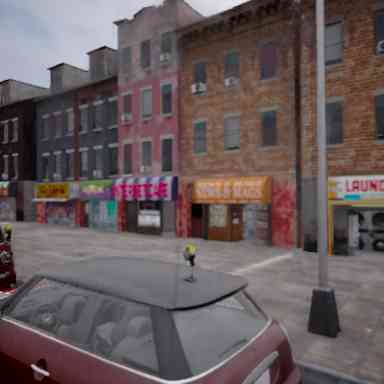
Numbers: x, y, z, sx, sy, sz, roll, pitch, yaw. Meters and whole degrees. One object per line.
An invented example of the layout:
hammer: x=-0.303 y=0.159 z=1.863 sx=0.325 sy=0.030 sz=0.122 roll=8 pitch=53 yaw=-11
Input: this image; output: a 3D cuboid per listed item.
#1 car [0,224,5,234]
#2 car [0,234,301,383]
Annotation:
car: x=-5.576 y=1.317 z=6.801 sx=5.009 sy=1.841 sz=2.192 roll=0 pitch=-1 yaw=36
car: x=-1.066 y=1.442 z=3.581 sx=4.097 sy=1.590 sz=1.967 roll=0 pitch=-1 yaw=36
